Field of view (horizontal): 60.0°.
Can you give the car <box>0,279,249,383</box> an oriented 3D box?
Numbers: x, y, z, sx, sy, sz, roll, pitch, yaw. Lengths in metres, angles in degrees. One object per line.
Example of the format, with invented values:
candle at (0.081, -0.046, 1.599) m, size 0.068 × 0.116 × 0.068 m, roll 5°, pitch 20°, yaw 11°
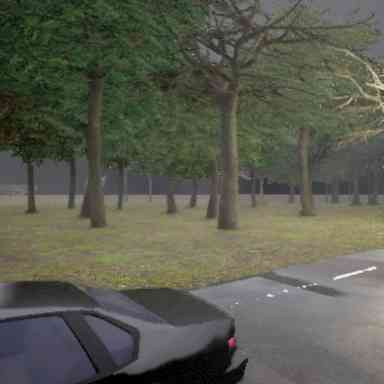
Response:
car at (-1.975, 1.547, 2.583) m, size 5.357 × 1.411 × 2.033 m, roll 0°, pitch 0°, yaw -36°
